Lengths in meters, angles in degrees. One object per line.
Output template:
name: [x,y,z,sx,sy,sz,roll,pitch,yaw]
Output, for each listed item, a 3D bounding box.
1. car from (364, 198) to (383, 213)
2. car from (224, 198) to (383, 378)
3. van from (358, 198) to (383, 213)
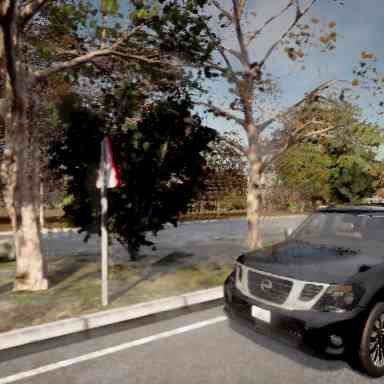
car: [28.577,1.986,48.738,2.435,2.045,5.566,2,-1,-35]
car: [3.145,1.239,5.929,5.566,2.045,2.150,0,0,-35]
van: [26.170,1.911,47.134,1.878,1.987,4.442,2,-1,-35]
